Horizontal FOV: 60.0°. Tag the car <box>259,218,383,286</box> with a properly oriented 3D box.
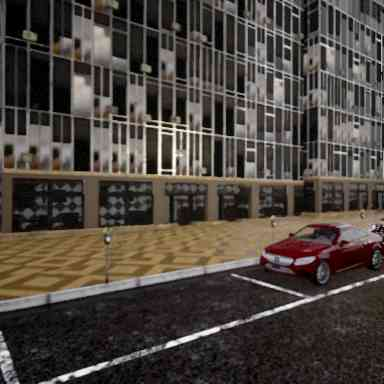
[{"bbox_3d":[3.732,1.530,9.216,4.206,1.307,1.802,0,1,-36],"label":"car"}]
